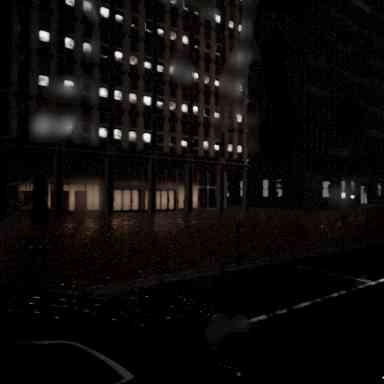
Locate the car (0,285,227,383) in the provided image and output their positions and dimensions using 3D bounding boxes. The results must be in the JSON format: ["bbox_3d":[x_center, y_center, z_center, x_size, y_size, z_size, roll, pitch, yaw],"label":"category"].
[{"bbox_3d":[-2.013,1.502,1.906,4.892,1.490,1.837,0,0,-35],"label":"car"}]
